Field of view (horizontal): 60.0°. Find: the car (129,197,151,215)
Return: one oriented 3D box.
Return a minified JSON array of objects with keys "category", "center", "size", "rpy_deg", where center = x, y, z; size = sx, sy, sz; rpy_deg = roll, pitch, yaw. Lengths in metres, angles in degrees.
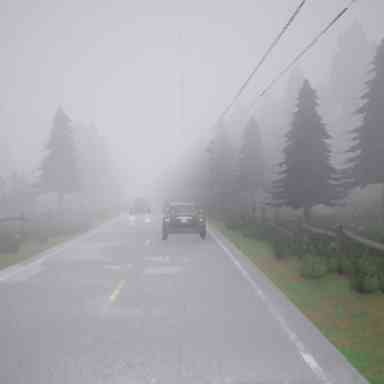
[{"category":"car","center":[-5.270,1.331,34.187],"size":[2.097,1.767,4.553],"rpy_deg":[0,0,-6]}]

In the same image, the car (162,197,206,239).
[{"category":"car","center":[-0.475,1.337,17.544],"size":[2.097,1.767,4.553],"rpy_deg":[0,0,-3]}]
